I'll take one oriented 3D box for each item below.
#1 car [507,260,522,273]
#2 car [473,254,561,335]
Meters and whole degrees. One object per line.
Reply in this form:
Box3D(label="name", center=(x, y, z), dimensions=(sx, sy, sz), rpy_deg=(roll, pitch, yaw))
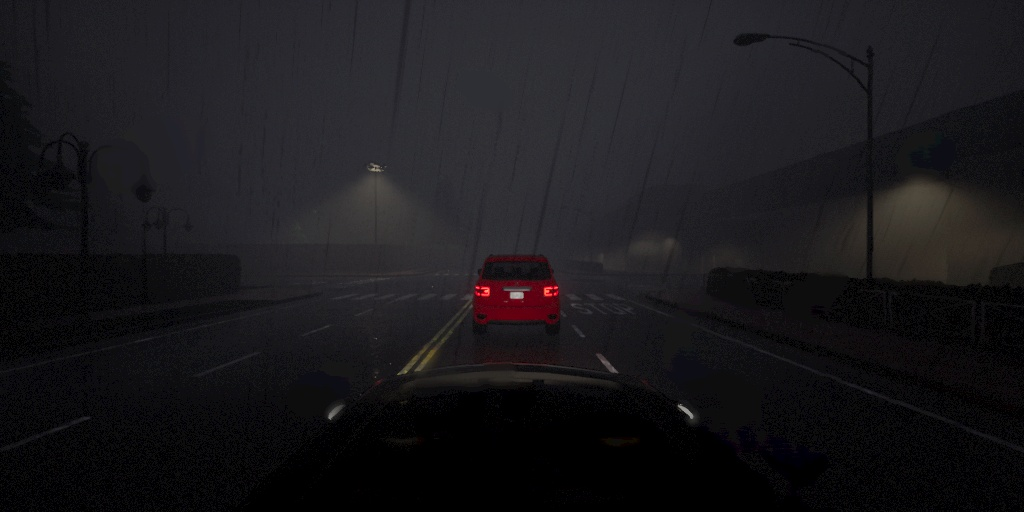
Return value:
Box3D(label="car", center=(0.317, 1.242, 45.551), dimensions=(1.882, 1.535, 5.008), rpy_deg=(0, 0, 1))
Box3D(label="car", center=(0.113, 0.974, 10.698), dimensions=(2.150, 2.045, 5.566), rpy_deg=(0, 0, 0))
